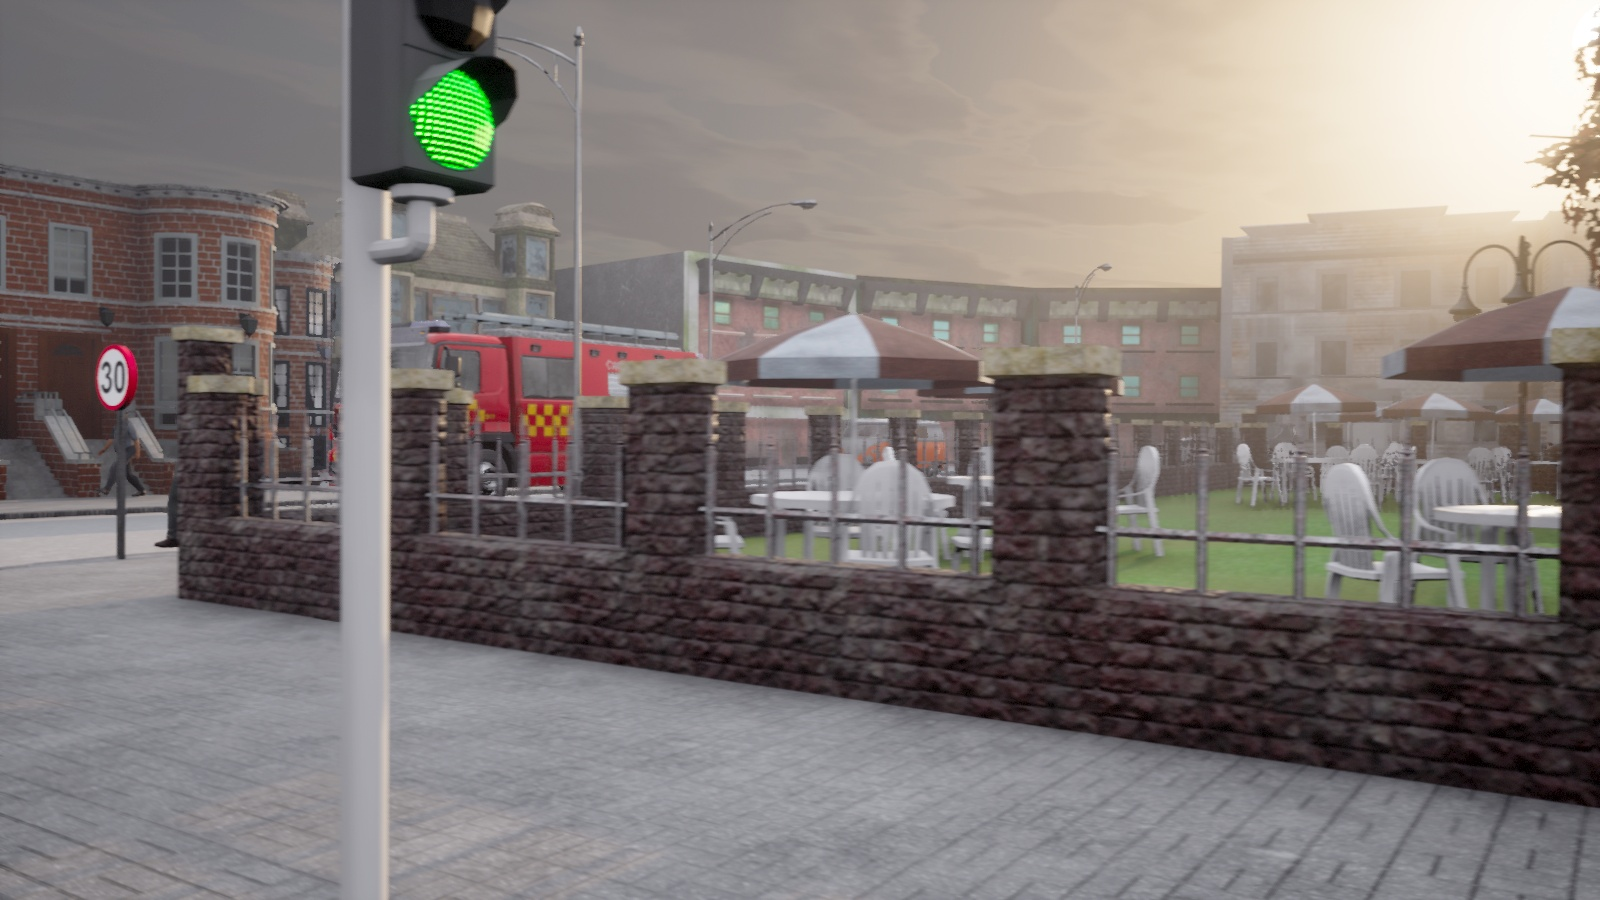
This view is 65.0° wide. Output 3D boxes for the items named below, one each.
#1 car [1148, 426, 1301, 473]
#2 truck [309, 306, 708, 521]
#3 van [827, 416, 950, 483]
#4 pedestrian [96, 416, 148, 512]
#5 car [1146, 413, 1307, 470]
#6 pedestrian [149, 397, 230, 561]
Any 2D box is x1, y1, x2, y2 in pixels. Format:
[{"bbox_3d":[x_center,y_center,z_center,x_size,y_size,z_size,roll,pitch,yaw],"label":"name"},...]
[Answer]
[{"bbox_3d":[14.497,-0.017,42.997,4.514,1.525,2.007,-1,1,-5],"label":"car"},{"bbox_3d":[-5.745,-0.715,26.631,2.891,3.827,8.468,0,1,34],"label":"truck"},{"bbox_3d":[2.856,-0.049,39.422,1.775,1.987,4.442,0,1,36],"label":"van"},{"bbox_3d":[-13.309,0.262,24.667,0.540,1.848,0.694,0,1,34],"label":"pedestrian"},{"bbox_3d":[15.919,-0.311,47.011,5.566,2.045,2.150,0,1,19],"label":"car"},{"bbox_3d":[-7.036,0.330,14.482,0.720,1.854,0.376,-1,1,-1],"label":"pedestrian"}]
